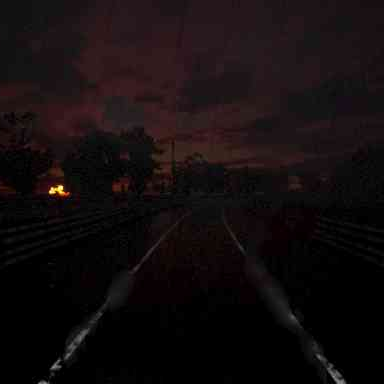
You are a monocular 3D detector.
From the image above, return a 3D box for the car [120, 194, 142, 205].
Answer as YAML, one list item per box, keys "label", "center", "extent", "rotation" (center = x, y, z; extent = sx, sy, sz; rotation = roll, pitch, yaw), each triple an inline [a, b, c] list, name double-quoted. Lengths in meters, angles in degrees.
- label: "car"
  center: [-9.651, 1.076, 53.029]
  extent: [2.097, 1.767, 4.553]
  rotation: [0, 0, 15]

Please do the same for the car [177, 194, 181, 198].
- label: "car"
  center: [-3.558, 1.307, 73.962]
  extent: [1.994, 1.385, 4.181]
  rotation: [0, 0, 17]

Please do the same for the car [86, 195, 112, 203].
- label: "car"
  center: [-14.097, 1.247, 49.978]
  extent: [1.812, 1.442, 4.674]
  rotation: [0, 0, 15]

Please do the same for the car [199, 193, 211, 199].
- label: "car"
  center: [3.111, 1.323, 94.690]
  extent: [2.033, 1.411, 5.357]
  rotation: [0, 0, 19]

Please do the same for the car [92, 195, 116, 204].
- label: "car"
  center: [-15.420, 1.234, 58.405]
  extent: [1.837, 1.490, 4.892]
  rotation: [0, 0, 16]
